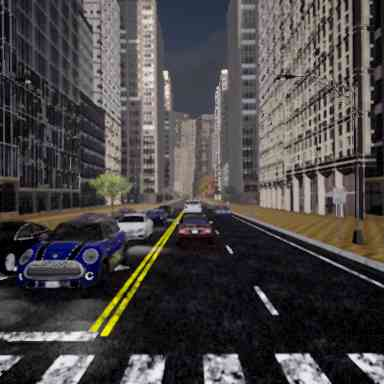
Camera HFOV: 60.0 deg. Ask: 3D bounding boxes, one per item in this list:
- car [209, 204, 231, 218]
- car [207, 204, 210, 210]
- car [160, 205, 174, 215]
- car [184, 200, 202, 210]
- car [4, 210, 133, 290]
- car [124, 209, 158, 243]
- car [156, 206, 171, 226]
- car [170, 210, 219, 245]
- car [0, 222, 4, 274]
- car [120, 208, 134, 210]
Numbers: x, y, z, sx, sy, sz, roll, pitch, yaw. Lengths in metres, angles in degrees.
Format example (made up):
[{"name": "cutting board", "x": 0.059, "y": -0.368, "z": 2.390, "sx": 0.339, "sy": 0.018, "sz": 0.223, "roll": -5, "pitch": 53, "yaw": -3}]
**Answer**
[{"name": "car", "x": 3.445, "y": 2.252, "z": 38.477, "sx": 2.033, "sy": 1.411, "sz": 5.357, "roll": -1, "pitch": -1, "yaw": 0}, {"name": "car", "x": 3.475, "y": 2.595, "z": 55.327, "sx": 1.895, "sy": 1.301, "sz": 4.718, "roll": -1, "pitch": -1, "yaw": 0}, {"name": "car", "x": -3.156, "y": 2.282, "z": 39.028, "sx": 1.837, "sy": 1.490, "sz": 4.892, "roll": -1, "pitch": -1, "yaw": 0}, {"name": "car", "x": 0.114, "y": 2.047, "z": 43.476, "sx": 2.150, "sy": 2.045, "sz": 5.566, "roll": -1, "pitch": -1, "yaw": 0}, {"name": "car", "x": -3.304, "y": 1.622, "z": 10.060, "sx": 2.097, "sy": 1.767, "sz": 4.553, "roll": -1, "pitch": -1, "yaw": -1}, {"name": "car", "x": -3.283, "y": 1.953, "z": 18.975, "sx": 1.812, "sy": 1.442, "sz": 4.674, "roll": -1, "pitch": -1, "yaw": 1}, {"name": "car", "x": -3.181, "y": 2.202, "z": 28.948, "sx": 1.895, "sy": 1.301, "sz": 4.718, "roll": -1, "pitch": -1, "yaw": 0}, {"name": "car", "x": 0.139, "y": 1.921, "z": 17.766, "sx": 2.033, "sy": 1.411, "sz": 5.357, "roll": -1, "pitch": -1, "yaw": 0}, {"name": "car", "x": -6.570, "y": 1.838, "z": 11.899, "sx": 1.837, "sy": 1.490, "sz": 4.892, "roll": -1, "pitch": -1, "yaw": 0}, {"name": "car", "x": -6.423, "y": 2.241, "z": 32.445, "sx": 2.033, "sy": 1.411, "sz": 5.357, "roll": -1, "pitch": -1, "yaw": 0}]
